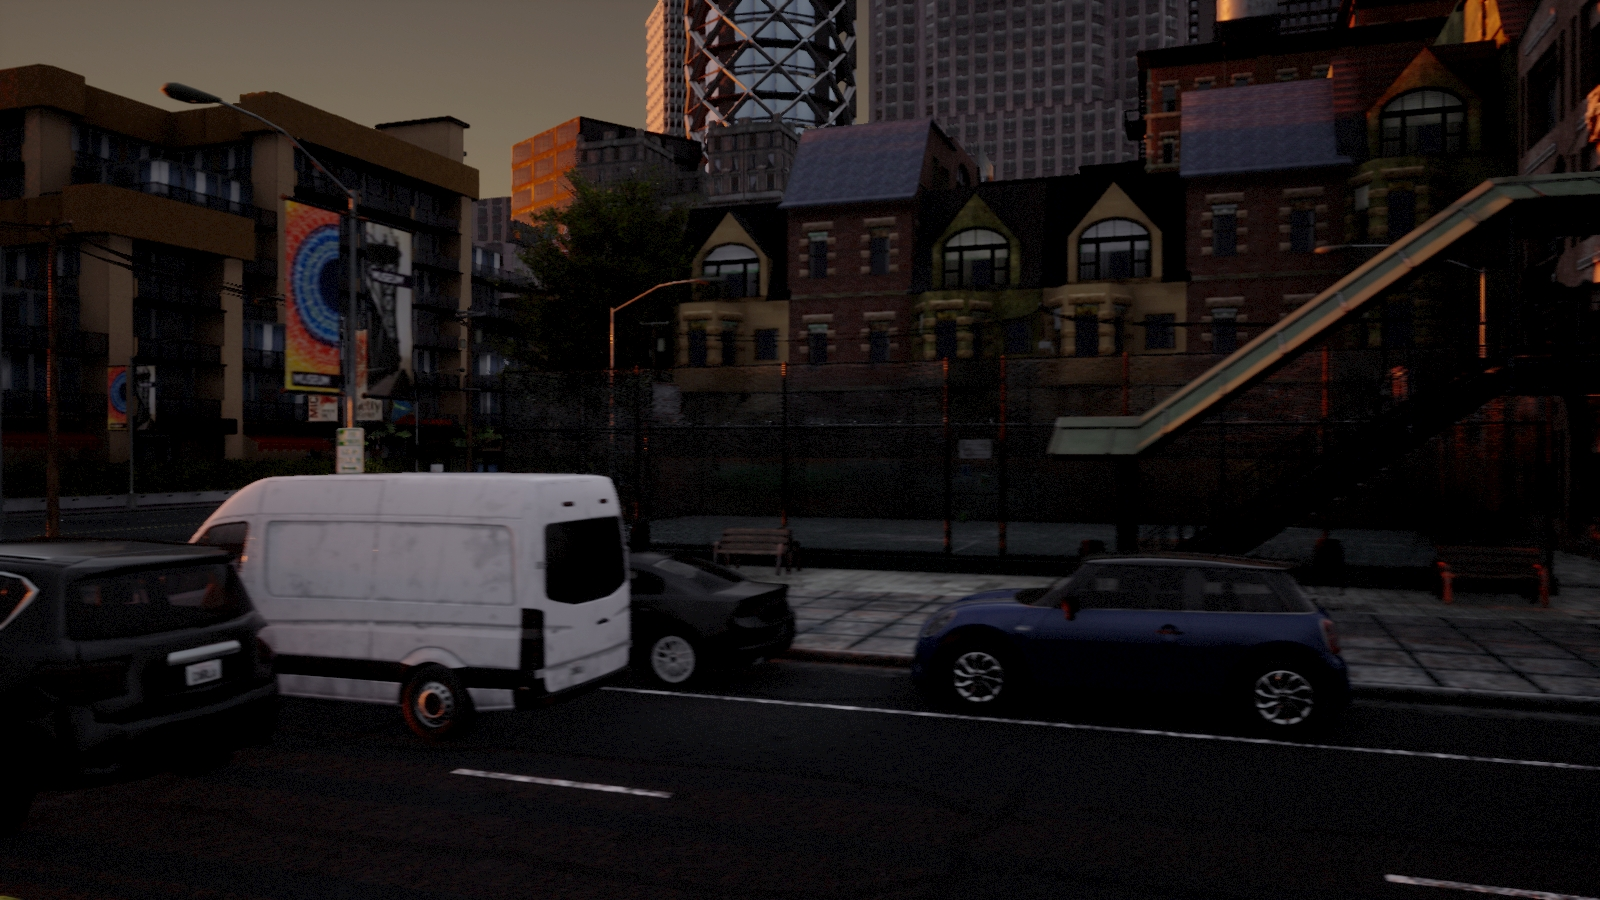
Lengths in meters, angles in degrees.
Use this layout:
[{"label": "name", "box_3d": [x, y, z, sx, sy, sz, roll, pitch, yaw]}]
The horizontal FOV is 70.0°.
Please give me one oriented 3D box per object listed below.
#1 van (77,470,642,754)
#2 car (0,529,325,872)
[{"label": "van", "box_3d": [-4.837, 1.534, 12.506, 5.915, 2.561, 1.988, 0, 0, 20]}, {"label": "car", "box_3d": [-6.978, 1.779, 9.560, 5.566, 2.045, 2.150, 0, 0, 20]}]
